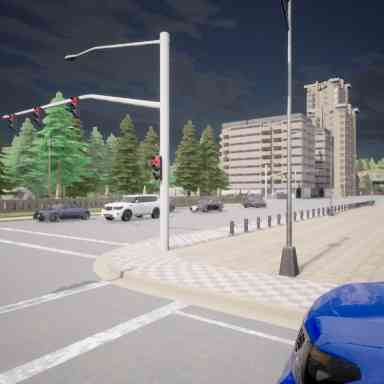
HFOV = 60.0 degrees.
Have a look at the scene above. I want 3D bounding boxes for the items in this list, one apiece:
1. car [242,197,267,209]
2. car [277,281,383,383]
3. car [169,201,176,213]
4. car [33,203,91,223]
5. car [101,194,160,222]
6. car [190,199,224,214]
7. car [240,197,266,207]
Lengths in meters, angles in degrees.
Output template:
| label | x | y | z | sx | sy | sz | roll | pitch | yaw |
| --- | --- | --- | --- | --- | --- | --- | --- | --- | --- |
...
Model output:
| label | x | y | z | sx | sy | sz | roll | pitch | yaw |
| --- | --- | --- | --- | --- | --- | --- | --- | --- | --- |
| car | 8.725 | 1.564 | 46.018 | 1.994 | 1.385 | 4.181 | 0 | 0 | 36 |
| car | 3.280 | 1.221 | 1.626 | 5.566 | 2.045 | 2.150 | 0 | 0 | 36 |
| car | -3.671 | 1.490 | 34.715 | 2.128 | 1.511 | 4.902 | 0 | 0 | 36 |
| car | -10.013 | 1.564 | 25.824 | 1.994 | 1.385 | 4.181 | 0 | 0 | 36 |
| car | -4.720 | 1.221 | 27.217 | 2.150 | 2.045 | 5.566 | 0 | 0 | 35 |
| car | 1.648 | 1.491 | 36.139 | 2.128 | 1.511 | 4.902 | 0 | 0 | 36 |
| car | 9.958 | 1.548 | 53.675 | 2.033 | 1.411 | 5.357 | 0 | 0 | 36 |
